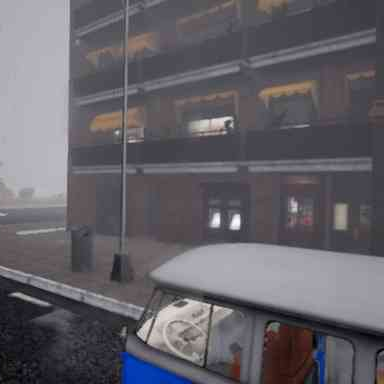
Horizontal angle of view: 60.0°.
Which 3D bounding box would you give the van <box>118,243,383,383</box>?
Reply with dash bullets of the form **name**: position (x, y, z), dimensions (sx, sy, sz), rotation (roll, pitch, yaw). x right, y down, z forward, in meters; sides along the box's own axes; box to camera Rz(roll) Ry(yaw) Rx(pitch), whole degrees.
- **van**: position (1.299, 1.342, 1.932), dimensions (3.998, 1.788, 1.690), rotation (1, 1, 36)
